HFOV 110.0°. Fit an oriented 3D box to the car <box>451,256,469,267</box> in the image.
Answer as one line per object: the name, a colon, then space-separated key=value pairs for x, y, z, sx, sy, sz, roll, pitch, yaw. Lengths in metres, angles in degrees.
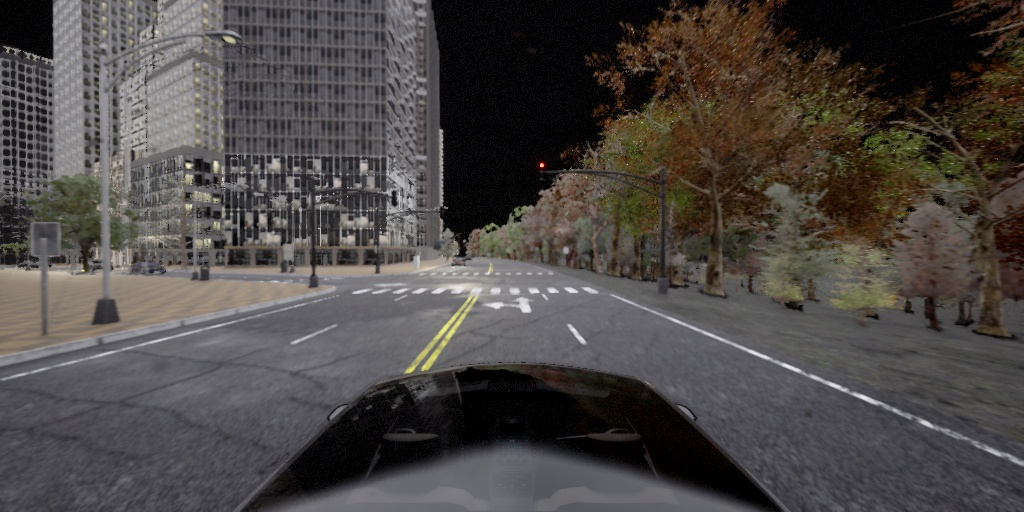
car: x=-7.947 y=0.903 z=53.813 sx=1.994 sy=1.385 sz=4.181 roll=0 pitch=1 yaw=-3

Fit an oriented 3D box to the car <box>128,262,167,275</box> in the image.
car: x=-39.492 y=1.341 z=38.806 sx=5.357 sy=1.411 sz=2.033 roll=0 pitch=0 yaw=29
